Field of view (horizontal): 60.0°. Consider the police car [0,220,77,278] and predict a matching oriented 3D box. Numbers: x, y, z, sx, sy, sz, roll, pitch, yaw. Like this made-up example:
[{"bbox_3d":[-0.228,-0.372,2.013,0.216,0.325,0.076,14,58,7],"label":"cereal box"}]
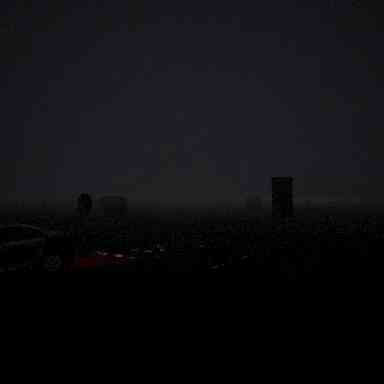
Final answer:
[{"bbox_3d":[-5.539,1.494,8.584,1.930,1.638,5.238,0,-1,35],"label":"police car"}]
